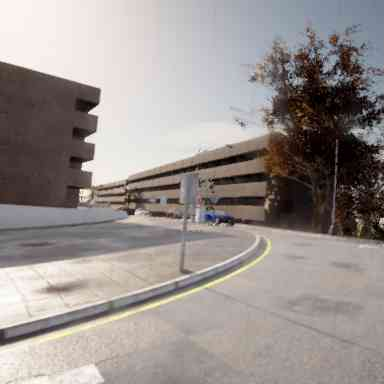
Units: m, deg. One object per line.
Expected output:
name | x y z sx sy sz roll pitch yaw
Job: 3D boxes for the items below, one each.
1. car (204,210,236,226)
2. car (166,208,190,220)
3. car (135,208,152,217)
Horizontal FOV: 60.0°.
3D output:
car | 2.784 2.626 34.834 1.882 1.535 5.008 6 -4 -21
car | -1.920 2.955 46.234 2.097 1.767 4.553 6 -6 -23
car | -9.180 4.092 62.725 2.150 2.045 5.566 6 -8 -23
